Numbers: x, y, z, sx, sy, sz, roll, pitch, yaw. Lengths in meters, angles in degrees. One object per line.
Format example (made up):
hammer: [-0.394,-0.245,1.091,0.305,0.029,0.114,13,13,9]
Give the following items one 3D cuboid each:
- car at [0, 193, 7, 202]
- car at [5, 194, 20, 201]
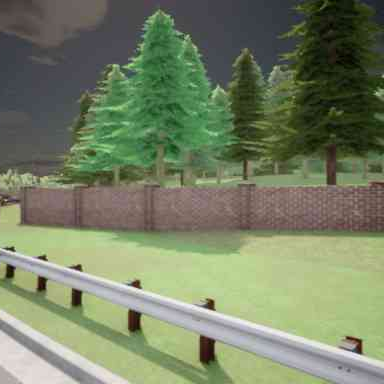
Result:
car: [-46.737,1.568,79.743,2.097,1.767,4.553,0,0,-19]
car: [-43.446,1.816,80.934,1.895,1.301,4.718,0,0,-19]
